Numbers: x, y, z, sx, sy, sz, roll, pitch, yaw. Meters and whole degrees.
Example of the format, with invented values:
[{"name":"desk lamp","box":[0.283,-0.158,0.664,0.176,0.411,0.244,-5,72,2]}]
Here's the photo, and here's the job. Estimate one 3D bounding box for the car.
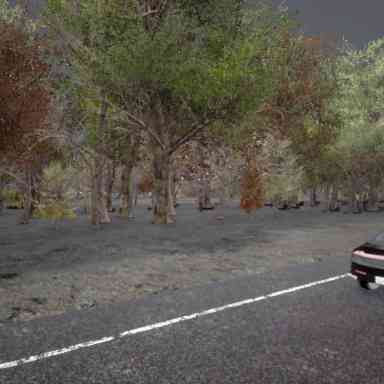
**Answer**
[{"name":"car","box":[5.648,1.494,7.774,4.902,1.511,2.128,0,0,-35]}]
